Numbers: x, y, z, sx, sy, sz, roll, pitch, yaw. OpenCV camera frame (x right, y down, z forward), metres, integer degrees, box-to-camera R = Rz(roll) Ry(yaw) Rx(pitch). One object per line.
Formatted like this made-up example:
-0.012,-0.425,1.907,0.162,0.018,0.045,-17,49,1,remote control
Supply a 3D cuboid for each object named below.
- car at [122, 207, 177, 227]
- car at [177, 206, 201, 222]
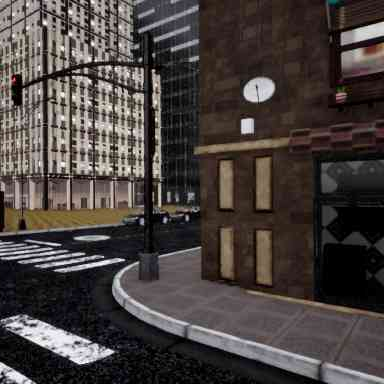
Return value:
-3.524,1.893,25.943,2.008,1.369,4.403,-2,-2,35,car
-0.317,1.974,30.496,2.008,1.369,4.403,-2,-2,35,car
